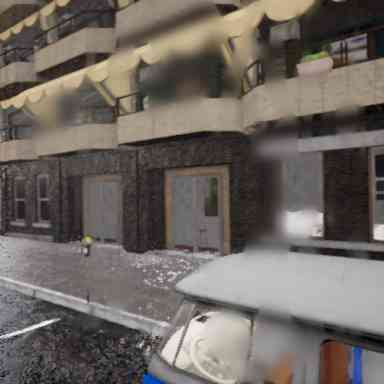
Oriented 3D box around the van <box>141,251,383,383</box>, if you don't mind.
[{"bbox_3d":[1.493,1.337,1.670,3.998,1.788,1.690,-1,-1,35],"label":"van"}]
